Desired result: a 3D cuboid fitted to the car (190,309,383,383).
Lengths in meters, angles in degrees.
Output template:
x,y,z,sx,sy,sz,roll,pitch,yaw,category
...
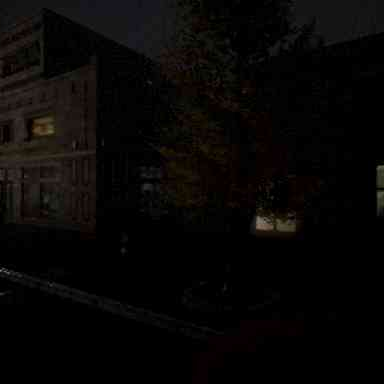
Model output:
x,y,z,sx,sy,sz,roll,pitch,yaw,category
2.202,1.322,1.308,5.009,1.841,2.192,0,0,36,car
